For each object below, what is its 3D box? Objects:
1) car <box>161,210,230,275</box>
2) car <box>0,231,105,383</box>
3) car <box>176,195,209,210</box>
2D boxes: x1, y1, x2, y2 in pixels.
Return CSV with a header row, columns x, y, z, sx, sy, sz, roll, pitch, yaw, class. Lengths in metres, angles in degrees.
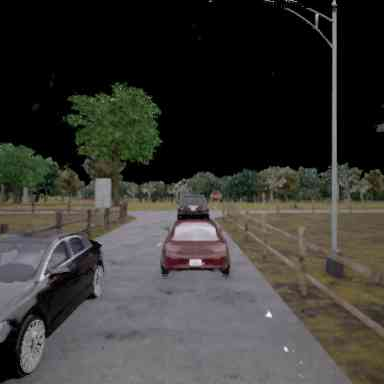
x,y,z,sx,sy,sz,roll,pitch,yaw,class
0.088,1.509,10.215,1.812,1.442,4.674,0,0,0,car
-2.846,1.477,5.561,2.128,1.511,4.902,0,0,0,car
0.041,1.227,23.898,2.150,2.045,5.566,0,-1,-1,car
